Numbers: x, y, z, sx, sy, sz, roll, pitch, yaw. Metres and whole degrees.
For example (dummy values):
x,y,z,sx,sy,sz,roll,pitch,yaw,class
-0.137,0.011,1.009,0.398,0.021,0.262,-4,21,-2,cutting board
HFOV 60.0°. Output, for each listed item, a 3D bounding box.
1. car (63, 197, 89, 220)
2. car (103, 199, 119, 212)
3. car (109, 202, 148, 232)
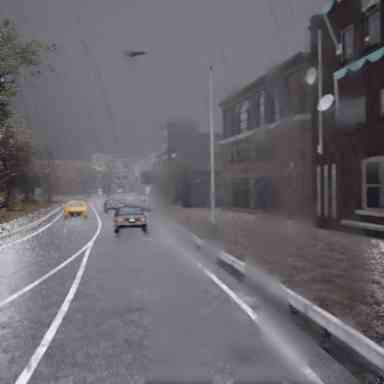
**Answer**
x,y,z,sx,sy,sz,roll,pitch,yaw,class
-10.220,1.544,29.408,1.882,1.535,5.008,-1,0,-17,car
-9.332,1.542,38.829,2.033,1.411,5.357,-1,0,-18,car
-3.801,1.539,20.186,2.033,1.411,5.357,-1,0,-14,car
